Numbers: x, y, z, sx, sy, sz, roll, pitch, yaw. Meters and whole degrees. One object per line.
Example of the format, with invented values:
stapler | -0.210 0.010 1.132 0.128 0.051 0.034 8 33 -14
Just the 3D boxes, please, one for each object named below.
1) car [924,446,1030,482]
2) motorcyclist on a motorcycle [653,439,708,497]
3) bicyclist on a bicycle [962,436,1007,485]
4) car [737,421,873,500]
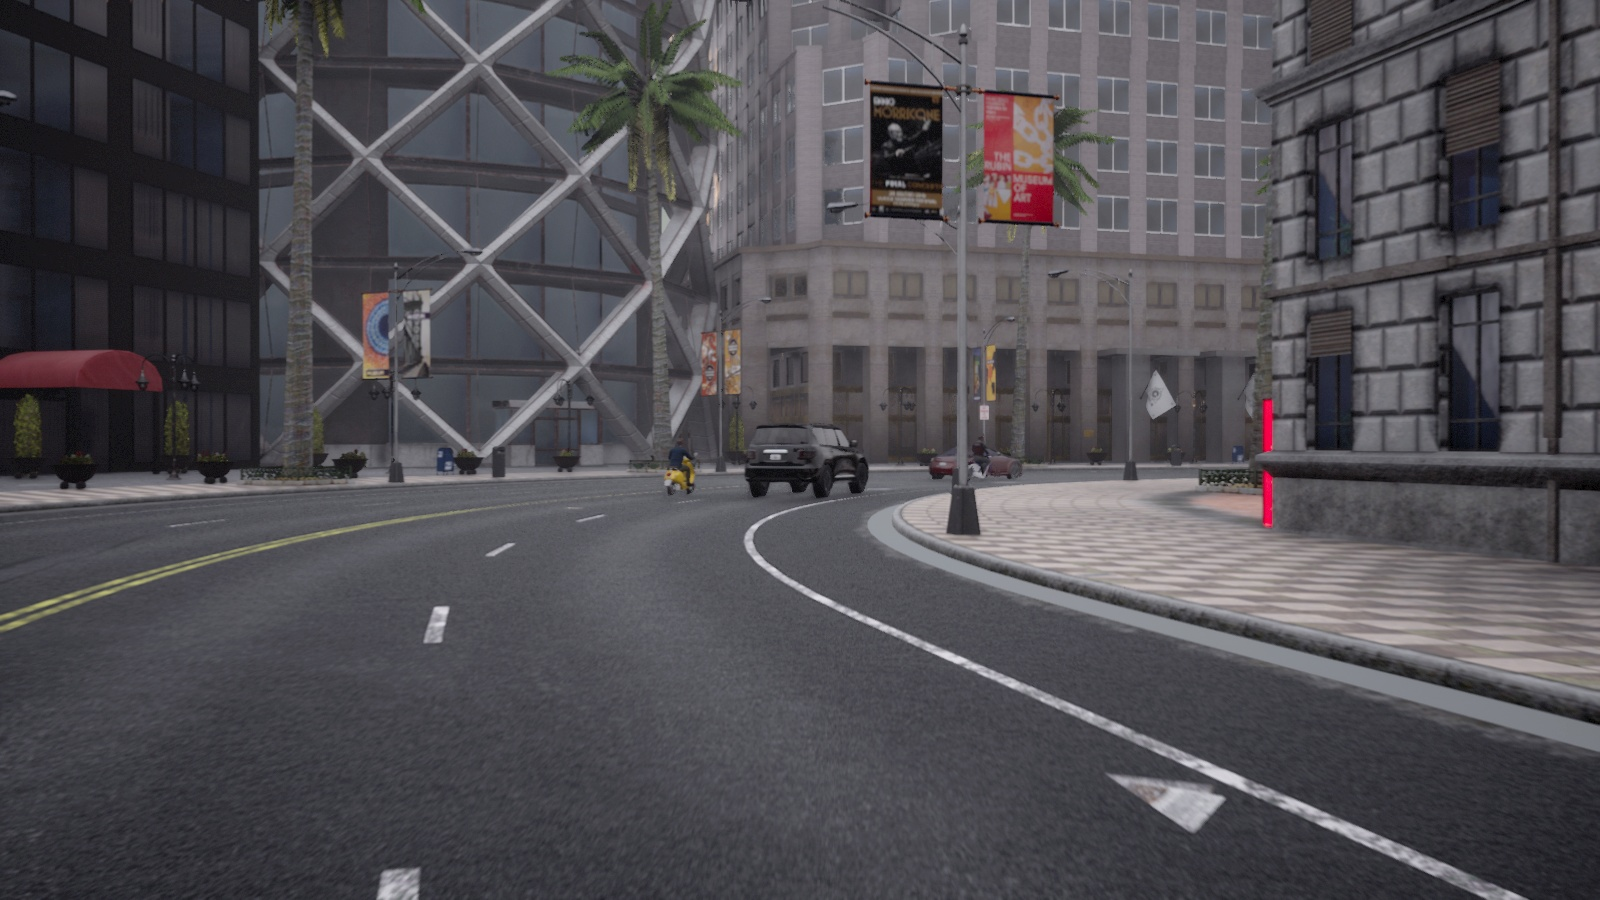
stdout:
car | 7.227 0.527 51.040 4.181 1.385 1.994 0 0 -41
motorcyclist on a motorcycle | -3.392 0.495 35.775 0.866 1.590 1.817 1 0 19
bicyclist on a bicycle | 6.729 0.363 45.768 0.659 1.776 1.843 1 1 43
car | 0.265 0.264 35.670 2.150 2.045 5.566 0 0 20
